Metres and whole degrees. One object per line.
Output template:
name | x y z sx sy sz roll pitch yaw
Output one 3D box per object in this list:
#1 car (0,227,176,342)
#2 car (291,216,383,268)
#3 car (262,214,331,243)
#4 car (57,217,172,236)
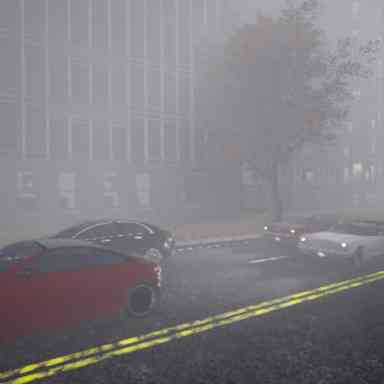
car | -2.567 1.568 5.851 4.181 1.385 1.994 1 0 -36
car | 5.920 1.700 11.884 4.718 1.301 1.895 1 0 -35
car | 5.465 1.712 15.544 4.718 1.301 1.895 1 0 -36
car | -2.792 1.524 9.675 4.892 1.490 1.837 1 0 -35
